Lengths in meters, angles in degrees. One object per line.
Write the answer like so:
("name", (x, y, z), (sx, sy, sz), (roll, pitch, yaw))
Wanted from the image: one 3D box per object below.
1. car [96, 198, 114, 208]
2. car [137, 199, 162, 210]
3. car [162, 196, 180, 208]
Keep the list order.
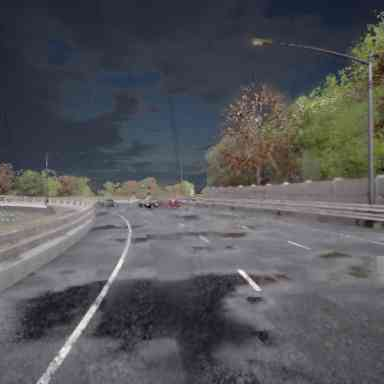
("car", (-13.439, 1.642, 51.460), (2.128, 1.511, 4.902), (0, 0, -29))
("car", (-6.010, 1.665, 44.613), (1.895, 1.301, 4.718), (-1, 0, -24))
("car", (-3.379, 1.385, 47.697), (2.097, 1.767, 4.553), (-1, 0, -21))
